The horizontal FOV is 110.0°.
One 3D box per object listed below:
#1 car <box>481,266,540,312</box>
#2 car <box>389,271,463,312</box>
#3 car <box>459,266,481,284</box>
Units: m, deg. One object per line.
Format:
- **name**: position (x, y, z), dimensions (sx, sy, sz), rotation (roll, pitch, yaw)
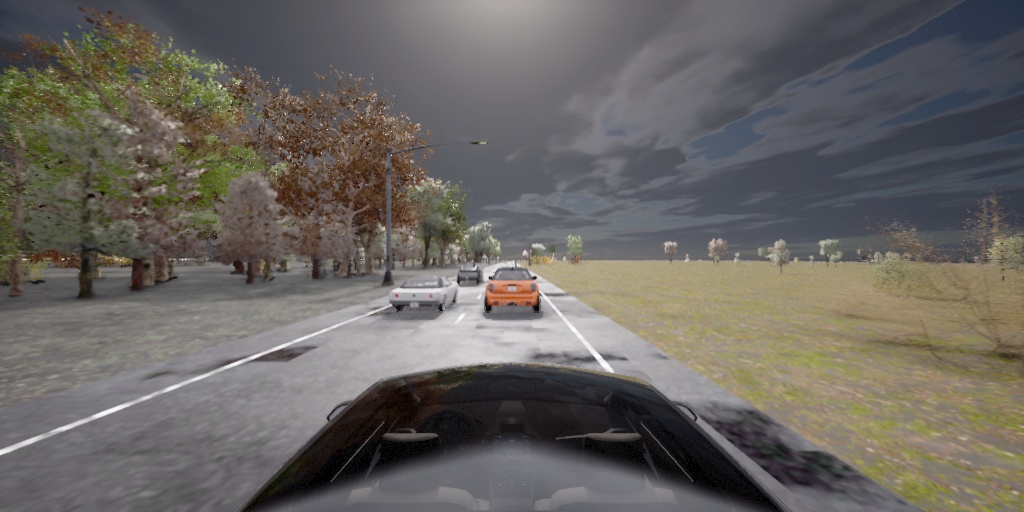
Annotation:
- **car**: position (0.026, 1.243, 15.272), dimensions (2.097, 1.767, 4.553), rotation (0, -1, 1)
- **car**: position (-3.479, 1.492, 15.093), dimensions (1.895, 1.301, 4.718), rotation (0, -1, 0)
- **car**: position (-3.471, 1.544, 30.339), dimensions (2.128, 1.511, 4.902), rotation (0, 0, 1)
